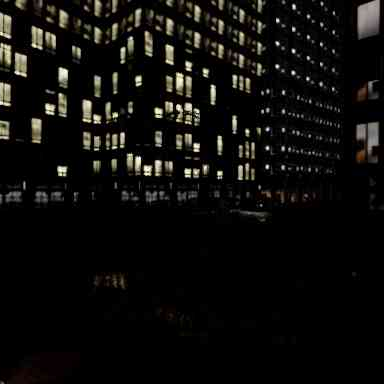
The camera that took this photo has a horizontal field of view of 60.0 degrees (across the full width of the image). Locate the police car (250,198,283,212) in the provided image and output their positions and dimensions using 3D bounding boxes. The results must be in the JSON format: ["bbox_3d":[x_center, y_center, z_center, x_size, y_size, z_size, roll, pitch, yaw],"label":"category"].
[{"bbox_3d":[8.639,1.467,38.985,2.038,1.542,4.974,1,1,44],"label":"police car"}]
